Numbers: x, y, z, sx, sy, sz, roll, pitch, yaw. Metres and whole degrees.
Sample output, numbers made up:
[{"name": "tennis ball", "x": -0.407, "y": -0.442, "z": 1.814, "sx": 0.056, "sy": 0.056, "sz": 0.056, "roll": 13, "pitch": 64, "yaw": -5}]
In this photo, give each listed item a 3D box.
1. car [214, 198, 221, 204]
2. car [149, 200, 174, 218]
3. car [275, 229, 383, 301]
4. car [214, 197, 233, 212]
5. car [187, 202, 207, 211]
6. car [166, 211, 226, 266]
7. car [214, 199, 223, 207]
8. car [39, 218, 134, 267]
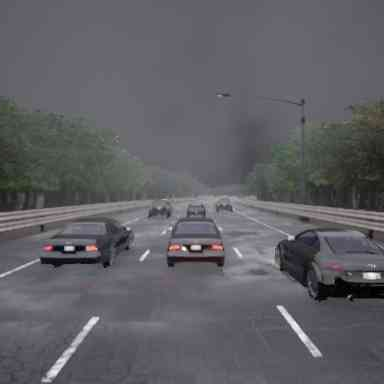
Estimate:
[{"name": "car", "x": 7.077, "y": 2.507, "z": 90.976, "sx": 1.812, "sy": 1.442, "sz": 4.674, "roll": 0, "pitch": -1, "yaw": 5}, {"name": "car", "x": -3.027, "y": 1.604, "z": 33.431, "sx": 2.097, "sy": 1.767, "sz": 4.553, "roll": 0, "pitch": -1, "yaw": 1}, {"name": "car", "x": 3.509, "y": 1.617, "z": 8.487, "sx": 1.994, "sy": 1.385, "sz": 4.181, "roll": 0, "pitch": 0, "yaw": 0}, {"name": "car", "x": 4.222, "y": 1.718, "z": 44.402, "sx": 2.097, "sy": 1.767, "sz": 4.553, "roll": 0, "pitch": -1, "yaw": 2}, {"name": "car", "x": 0.480, "y": 1.747, "z": 33.652, "sx": 2.128, "sy": 1.511, "sz": 4.902, "roll": 0, "pitch": -1, "yaw": 2}, {"name": "car", "x": 0.125, "y": 1.624, "z": 11.851, "sx": 2.033, "sy": 1.411, "sz": 5.357, "roll": 0, "pitch": 0, "yaw": 0}, {"name": "car", "x": 5.413, "y": 2.149, "z": 68.230, "sx": 1.882, "sy": 1.535, "sz": 5.008, "roll": 0, "pitch": -1, "yaw": 4}, {"name": "car", "x": -3.375, "y": 1.622, "z": 11.685, "sx": 2.033, "sy": 1.411, "sz": 5.357, "roll": 0, "pitch": 0, "yaw": 0}]
